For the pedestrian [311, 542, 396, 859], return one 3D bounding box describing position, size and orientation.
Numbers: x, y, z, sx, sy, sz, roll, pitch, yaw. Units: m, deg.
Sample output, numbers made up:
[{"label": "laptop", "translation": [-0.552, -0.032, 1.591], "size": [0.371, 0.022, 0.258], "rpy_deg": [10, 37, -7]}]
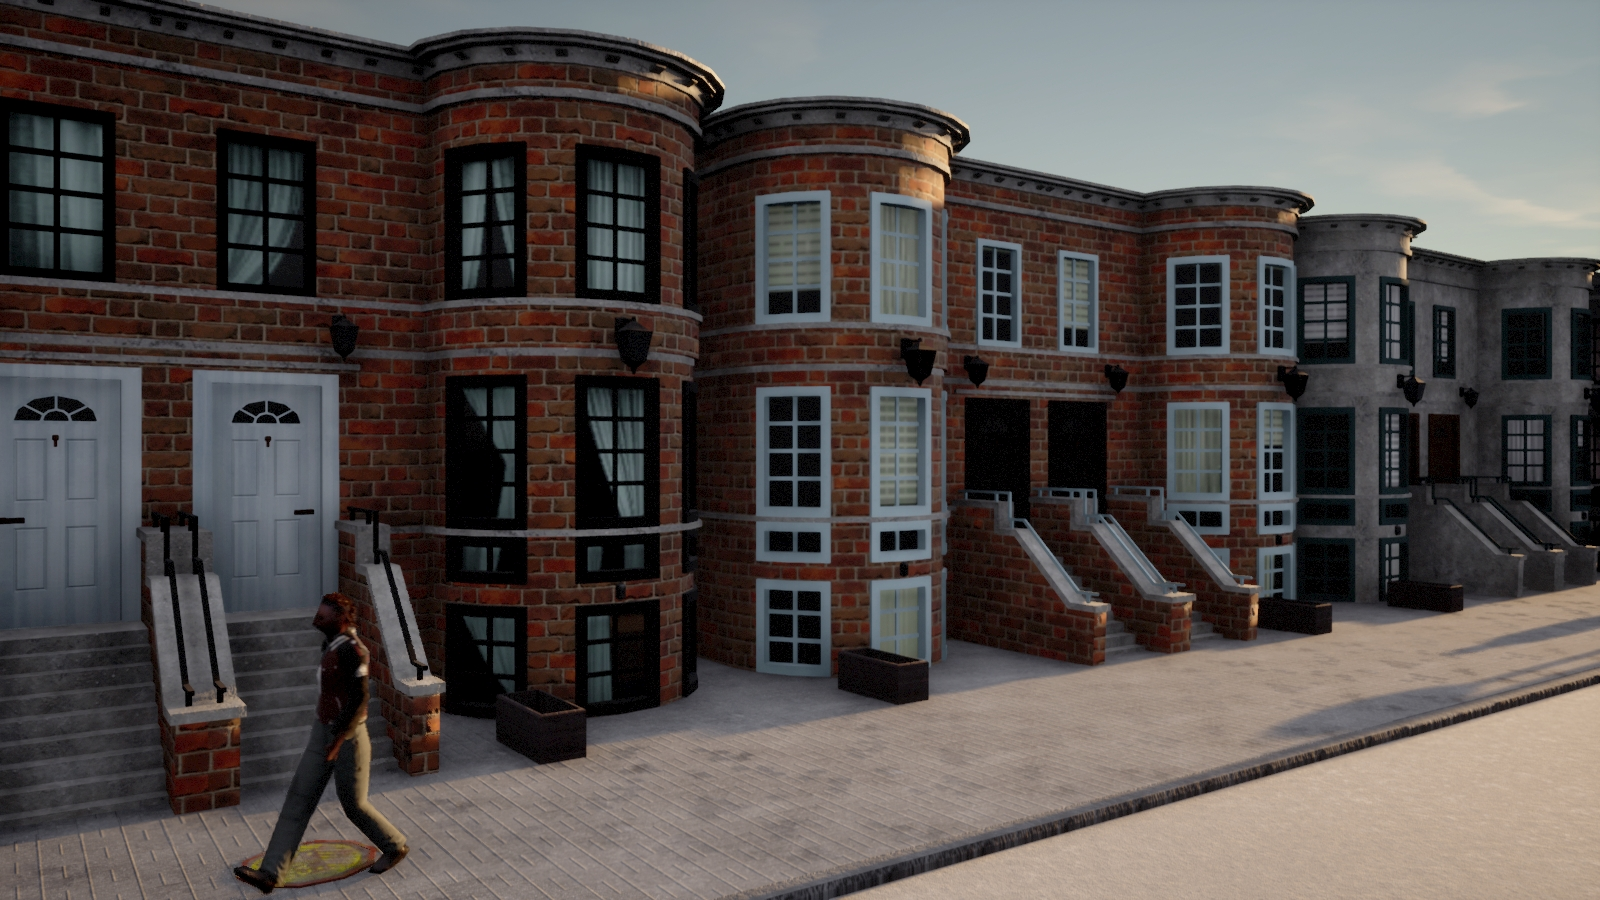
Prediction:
[{"label": "pedestrian", "translation": [-2.779, 1.523, 7.113], "size": [0.375, 1.860, 0.375], "rpy_deg": [0, 0, 44]}]
